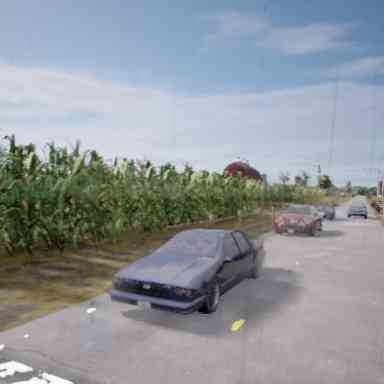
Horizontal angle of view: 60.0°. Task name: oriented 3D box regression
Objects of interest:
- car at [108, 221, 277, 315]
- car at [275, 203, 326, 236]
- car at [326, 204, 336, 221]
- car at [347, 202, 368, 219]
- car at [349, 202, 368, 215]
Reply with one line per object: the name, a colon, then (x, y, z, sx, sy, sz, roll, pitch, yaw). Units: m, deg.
car: (0.376, 1.629, 8.211, 2.033, 1.411, 5.357, 0, -1, 27)
car: (6.537, 1.596, 20.166, 2.097, 1.767, 4.553, 0, -1, 29)
car: (12.714, 1.900, 32.111, 2.128, 1.511, 4.902, 0, -1, 28)
car: (17.348, 2.018, 34.853, 2.033, 1.411, 5.357, 0, -1, 28)
car: (21.816, 2.084, 43.650, 2.128, 1.511, 4.902, 0, -1, 27)
